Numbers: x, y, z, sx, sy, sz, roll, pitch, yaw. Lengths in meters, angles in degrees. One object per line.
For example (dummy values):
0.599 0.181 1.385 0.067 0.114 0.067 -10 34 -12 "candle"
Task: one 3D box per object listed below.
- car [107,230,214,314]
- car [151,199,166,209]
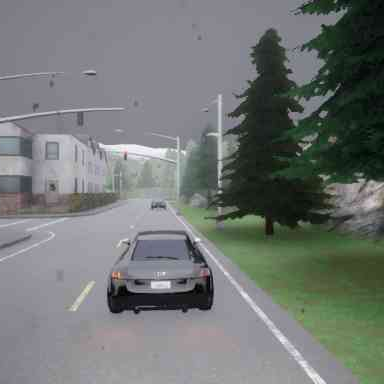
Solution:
-0.693 1.564 7.711 1.994 1.385 4.181 0 0 -5 "car"
-4.438 1.601 43.928 1.895 1.301 4.718 0 0 -6 "car"
